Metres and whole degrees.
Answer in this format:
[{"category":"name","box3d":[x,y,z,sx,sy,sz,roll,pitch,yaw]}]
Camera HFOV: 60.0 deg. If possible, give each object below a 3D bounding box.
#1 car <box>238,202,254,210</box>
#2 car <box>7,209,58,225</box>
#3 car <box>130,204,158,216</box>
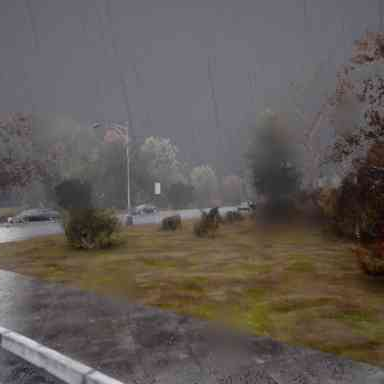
[{"category":"car","box3d":[8.652,2.206,51.479,1.994,1.385,4.181,-3,-2,32]},{"category":"car","box3d":[-15.713,2.433,33.054,2.128,1.511,4.902,-3,-2,33]},{"category":"car","box3d":[-6.789,2.510,47.036,1.837,1.490,4.892,-3,-1,32]}]
